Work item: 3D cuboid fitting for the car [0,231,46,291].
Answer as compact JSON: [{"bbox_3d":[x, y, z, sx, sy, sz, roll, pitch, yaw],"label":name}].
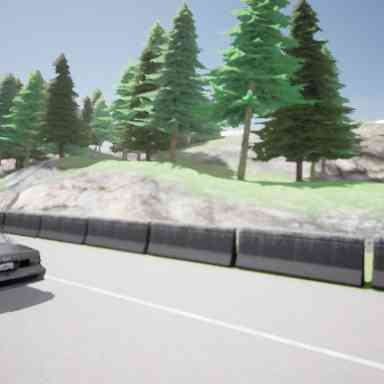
[{"bbox_3d":[-5.734,1.519,8.079,5.357,1.411,2.033,0,0,35],"label":"car"}]
